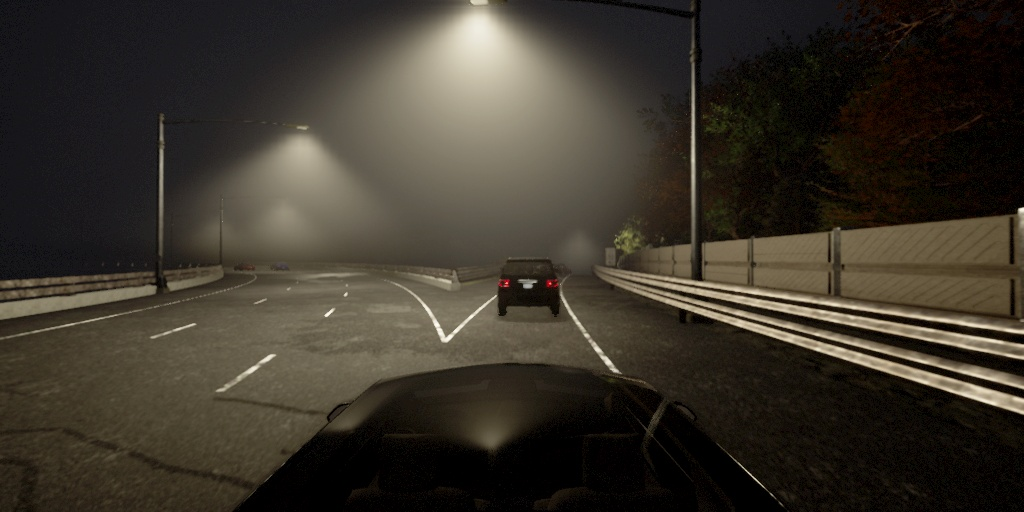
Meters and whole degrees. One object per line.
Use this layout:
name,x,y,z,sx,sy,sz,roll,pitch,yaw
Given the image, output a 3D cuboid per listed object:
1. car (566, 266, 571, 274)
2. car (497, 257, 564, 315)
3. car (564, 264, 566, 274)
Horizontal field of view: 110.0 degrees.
car,7.833,1.977,57.128,2.097,1.767,4.553,0,-3,12
car,0.688,1.073,14.200,2.150,2.045,5.566,0,0,4
car,5.338,1.677,44.738,1.837,1.490,4.892,0,-2,11
